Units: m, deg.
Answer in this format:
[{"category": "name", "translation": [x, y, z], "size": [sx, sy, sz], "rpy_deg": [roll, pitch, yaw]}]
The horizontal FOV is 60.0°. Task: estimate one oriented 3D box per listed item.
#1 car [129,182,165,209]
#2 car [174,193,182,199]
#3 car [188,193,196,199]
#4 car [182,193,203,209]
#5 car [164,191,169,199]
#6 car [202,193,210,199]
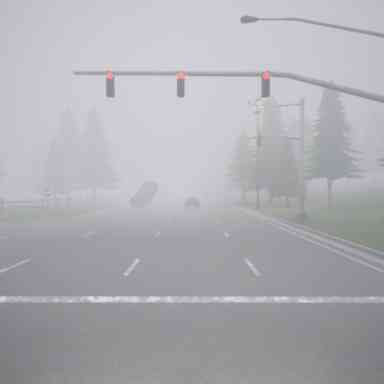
[{"category": "car", "translation": [-5.917, 0.626, 41.814], "size": [2.097, 1.767, 4.553], "rpy_deg": [6, 43, 26]}, {"category": "car", "translation": [-3.466, 1.017, 81.900], "size": [1.812, 1.442, 4.674], "rpy_deg": [0, 0, 0]}, {"category": "car", "translation": [0.034, 1.032, 81.899], "size": [2.033, 1.411, 5.357], "rpy_deg": [0, 0, 0]}, {"category": "car", "translation": [0.013, 1.254, 40.453], "size": [1.837, 1.490, 4.892], "rpy_deg": [0, 0, 0]}, {"category": "car", "translation": [-6.966, 0.717, 81.930], "size": [2.150, 2.045, 5.566], "rpy_deg": [0, 0, 0]}, {"category": "car", "translation": [3.534, 0.992, 81.897], "size": [1.837, 1.490, 4.892], "rpy_deg": [0, 0, 0]}]
